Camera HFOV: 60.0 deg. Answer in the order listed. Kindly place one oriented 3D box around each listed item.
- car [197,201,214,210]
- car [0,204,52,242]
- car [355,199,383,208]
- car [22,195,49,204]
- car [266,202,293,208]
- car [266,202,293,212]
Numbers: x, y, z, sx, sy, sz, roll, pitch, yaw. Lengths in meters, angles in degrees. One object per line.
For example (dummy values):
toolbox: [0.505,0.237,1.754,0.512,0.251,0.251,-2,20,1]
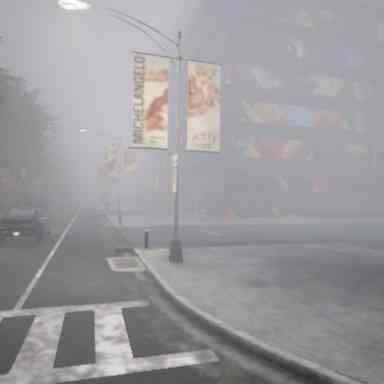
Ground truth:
car: [2.147,1.998,47.960,2.161,1.482,4.786,1,-1,-17]
car: [-8.291,1.563,16.675,1.837,1.490,4.892,1,-1,-17]
car: [30.768,2.193,57.292,2.435,2.045,5.566,1,-1,-17]
car: [-20.530,1.391,44.316,2.150,2.045,5.566,1,0,-17]
car: [9.702,1.912,37.535,2.002,1.452,4.674,1,-1,-17]
car: [13.346,2.268,51.004,1.895,1.301,4.718,1,-1,-17]
